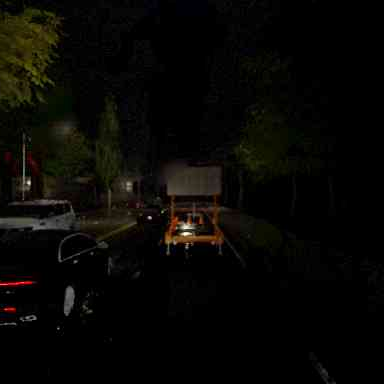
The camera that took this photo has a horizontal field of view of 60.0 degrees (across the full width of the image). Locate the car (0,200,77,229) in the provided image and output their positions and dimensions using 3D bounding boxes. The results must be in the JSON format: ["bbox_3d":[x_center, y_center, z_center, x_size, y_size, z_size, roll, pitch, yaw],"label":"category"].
[{"bbox_3d":[-6.516,1.366,13.633,2.150,2.045,5.566,0,-1,0],"label":"car"}]

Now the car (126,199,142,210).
[{"bbox_3d":[-9.503,2.030,55.392,2.097,1.767,4.553,0,-1,1],"label":"car"}]

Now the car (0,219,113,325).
[{"bbox_3d":[-3.100,1.581,7.332,1.837,1.490,4.892,0,-1,0],"label":"car"}]

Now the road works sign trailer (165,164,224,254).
[{"bbox_3d":[0.086,0.602,14.129,2.380,3.560,2.880,0,-1,0],"label":"road works sign trailer"}]

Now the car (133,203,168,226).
[{"bbox_3d":[-2.998,1.828,25.633,1.994,1.385,4.181,0,-1,0],"label":"car"}]

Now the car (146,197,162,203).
[{"bbox_3d":[-6.258,1.887,55.041,2.150,2.045,5.566,0,-1,1],"label":"car"}]
